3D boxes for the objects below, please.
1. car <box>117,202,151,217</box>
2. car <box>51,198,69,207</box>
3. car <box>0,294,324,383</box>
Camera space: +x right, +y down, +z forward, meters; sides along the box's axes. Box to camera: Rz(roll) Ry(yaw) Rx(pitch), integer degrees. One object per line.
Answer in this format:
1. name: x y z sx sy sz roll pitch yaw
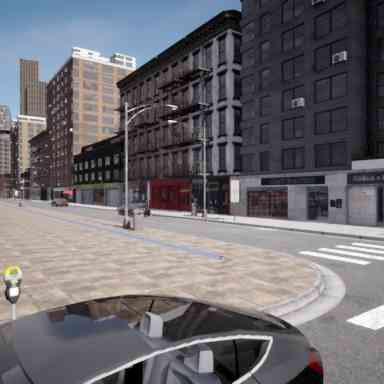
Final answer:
1. car: -5.690 1.633 32.234 1.994 1.385 4.181 0 0 -35
2. car: -21.908 1.702 54.964 2.033 1.411 5.357 0 0 -34
3. car: -0.899 1.566 2.172 4.313 1.339 1.947 0 0 -36
